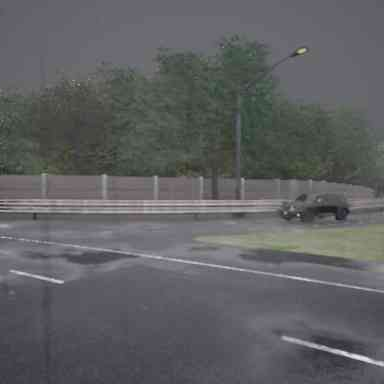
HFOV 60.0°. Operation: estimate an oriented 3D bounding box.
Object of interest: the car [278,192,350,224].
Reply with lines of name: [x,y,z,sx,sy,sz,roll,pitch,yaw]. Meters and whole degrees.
car: [8.637,1.033,23.391,5.566,2.045,2.150,0,1,-28]
